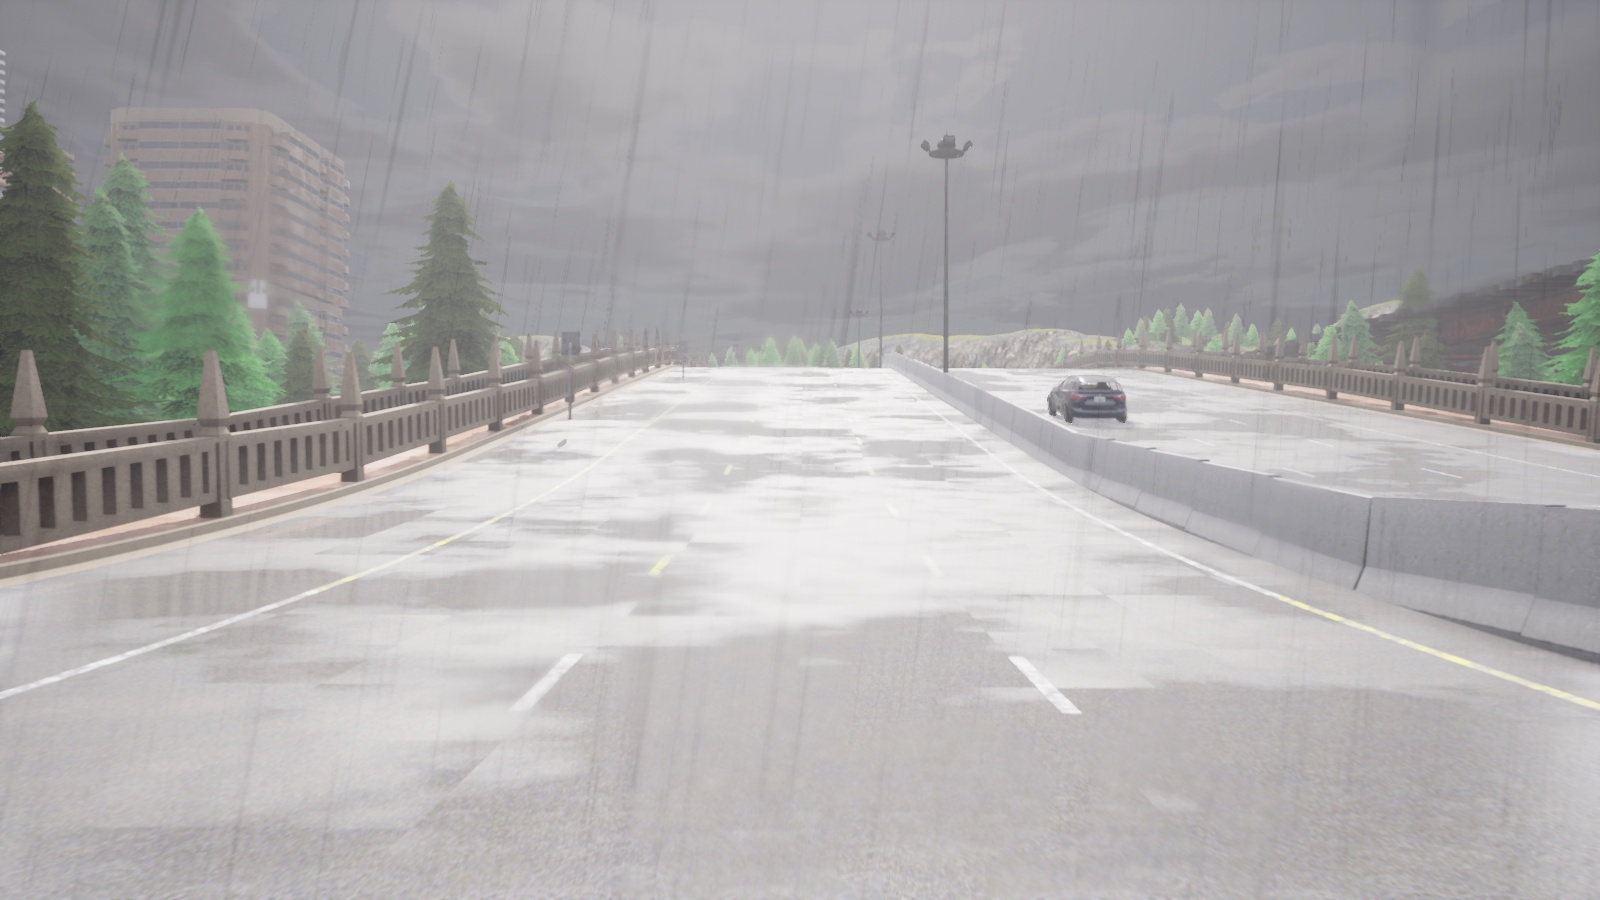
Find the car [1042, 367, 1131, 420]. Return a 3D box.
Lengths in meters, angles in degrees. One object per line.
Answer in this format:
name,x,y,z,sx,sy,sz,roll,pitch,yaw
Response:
car,10.555,-2.141,46.599,2.242,1.667,4.611,0,6,0
